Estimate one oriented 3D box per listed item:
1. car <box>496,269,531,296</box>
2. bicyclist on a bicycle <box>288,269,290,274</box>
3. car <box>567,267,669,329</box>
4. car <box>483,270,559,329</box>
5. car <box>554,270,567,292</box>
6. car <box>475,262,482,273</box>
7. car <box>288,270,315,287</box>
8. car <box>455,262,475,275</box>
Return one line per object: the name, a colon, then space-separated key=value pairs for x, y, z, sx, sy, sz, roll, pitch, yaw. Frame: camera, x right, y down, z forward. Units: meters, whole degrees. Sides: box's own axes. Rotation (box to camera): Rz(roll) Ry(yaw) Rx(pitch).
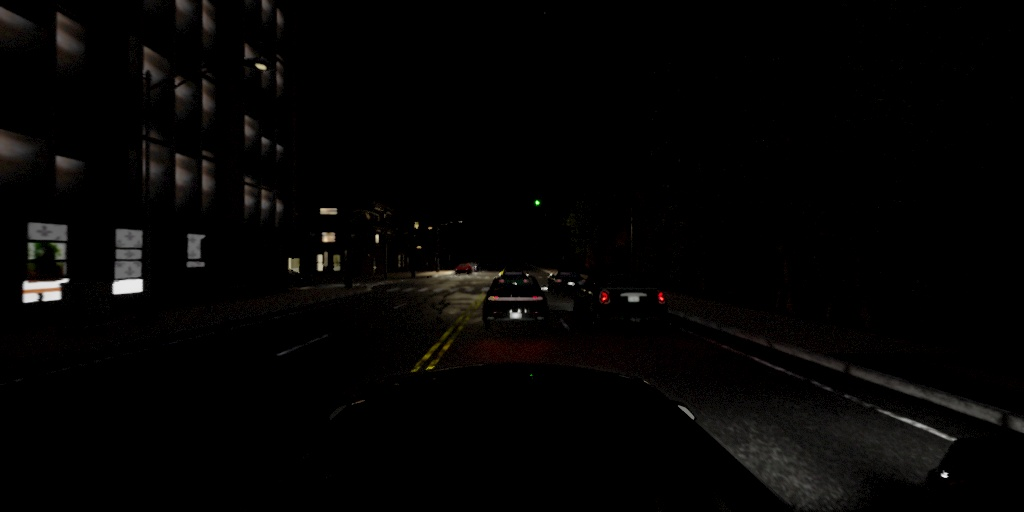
car: x=0.099 y=1.566 z=22.385 sx=1.994 sy=1.385 sz=4.181 roll=0 pitch=-1 yaw=0
bicyclist on a bicycle: x=-24.973 y=1.805 z=39.638 sx=0.582 sy=1.620 sz=1.656 roll=-1 pitch=0 yaw=-1
car: x=3.348 y=1.227 z=11.977 sx=2.097 sy=1.767 sz=4.553 roll=0 pitch=-1 yaw=0
car: x=0.099 y=1.363 z=11.758 sx=2.128 sy=1.511 sz=4.902 roll=0 pitch=-1 yaw=0
car: x=3.349 y=1.566 z=22.390 sx=1.994 sy=1.385 sz=4.181 roll=0 pitch=-1 yaw=0
car: x=-6.649 y=1.805 z=59.237 sx=2.097 sy=1.767 sz=4.553 roll=0 pitch=-1 yaw=0
car: x=-19.734 y=1.883 z=31.018 sx=5.008 sy=1.535 sz=1.882 roll=-1 pitch=0 yaw=0
car: x=-6.634 y=1.810 z=49.439 sx=1.882 sy=1.535 sz=5.008 roll=0 pitch=-1 yaw=0
